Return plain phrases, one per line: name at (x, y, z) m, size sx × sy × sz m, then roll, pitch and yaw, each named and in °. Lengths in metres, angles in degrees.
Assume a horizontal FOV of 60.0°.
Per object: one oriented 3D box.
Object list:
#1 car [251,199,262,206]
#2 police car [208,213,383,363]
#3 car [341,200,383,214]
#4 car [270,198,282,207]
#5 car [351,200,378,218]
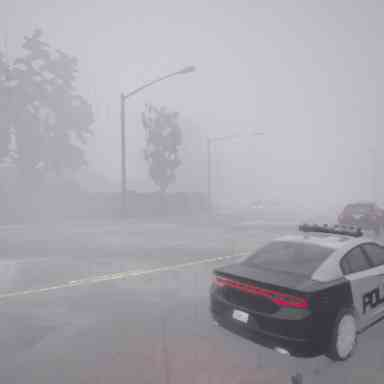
car at (12.125, 2.007, 62.547) m, size 1.994 × 1.385 × 4.181 m, roll -1°, pitch -1°, yaw 9°
police car at (2.594, 1.429, 6.109) m, size 5.238 × 1.638 × 1.930 m, roll 0°, pitch 0°, yaw -41°
car at (10.062, 1.396, 19.511) m, size 2.097 × 1.767 × 4.553 m, roll 0°, pitch -1°, yaw 35°
car at (15.584, 1.875, 62.015) m, size 1.882 × 1.535 × 5.008 m, roll -1°, pitch 0°, yaw 9°
car at (17.179, 1.611, 33.332) m, size 1.837 × 1.490 × 4.892 m, roll 0°, pitch 0°, yaw 20°
